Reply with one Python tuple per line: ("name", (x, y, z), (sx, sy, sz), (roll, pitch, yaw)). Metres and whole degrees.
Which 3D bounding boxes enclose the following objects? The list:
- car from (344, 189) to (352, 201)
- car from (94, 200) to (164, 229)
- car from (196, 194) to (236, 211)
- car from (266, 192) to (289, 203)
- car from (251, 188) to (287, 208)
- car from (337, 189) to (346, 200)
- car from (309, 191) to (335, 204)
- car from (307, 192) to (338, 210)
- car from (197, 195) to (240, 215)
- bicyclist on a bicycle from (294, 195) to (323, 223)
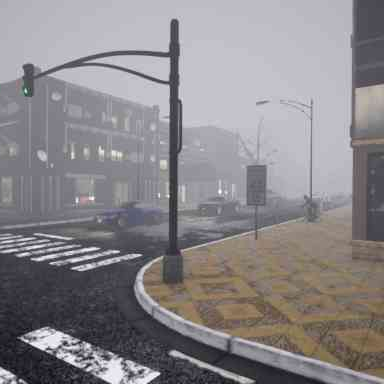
("car", (25.476, 0.619, 51.642), (1.887, 1.381, 4.507), (2, 2, 35))
("car", (-3.596, 1.247, 19.835), (1.812, 1.442, 4.674), (1, 1, 37))
("car", (2.450, 1.010, 33.334), (2.008, 1.369, 4.403), (2, 2, 35))
("car", (12.166, 0.766, 47.200), (1.802, 1.307, 4.206), (2, 2, 35))
("car", (8.368, 0.599, 37.100), (2.150, 2.045, 5.566), (1, 1, 35))
("car", (23.611, 0.645, 53.520), (1.895, 1.301, 4.718), (1, 1, 35))
("car", (17.495, 0.707, 44.685), (2.128, 1.511, 4.902), (1, 1, 35))
("car", (12.711, 0.993, 33.025), (2.008, 1.369, 4.403), (2, 2, 35))
("car", (2.351, 1.027, 28.431), (1.882, 1.535, 5.008), (1, 1, 35))
("bicyclist on a bicycle", (6.834, 1.003, 19.557), (1.656, 1.620, 0.582), (0, 1, 35))
